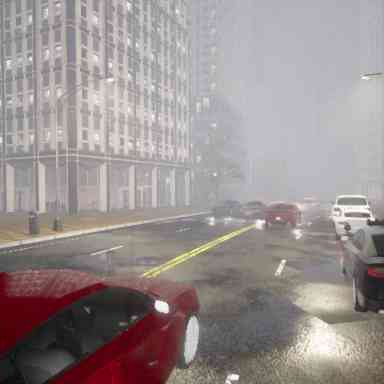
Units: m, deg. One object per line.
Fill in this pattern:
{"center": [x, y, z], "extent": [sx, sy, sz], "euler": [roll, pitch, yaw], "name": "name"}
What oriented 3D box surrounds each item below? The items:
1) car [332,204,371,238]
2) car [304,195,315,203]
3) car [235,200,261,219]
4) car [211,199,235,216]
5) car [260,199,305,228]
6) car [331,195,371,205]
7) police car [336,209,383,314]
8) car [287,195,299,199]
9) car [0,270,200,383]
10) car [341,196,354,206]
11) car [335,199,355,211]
{"center": [8.043, 1.520, 16.385], "extent": [1.812, 1.442, 4.674], "euler": [0, 0, 23], "name": "car"}
{"center": [23.207, 1.413, 65.649], "extent": [1.882, 1.535, 5.008], "euler": [0, 0, 22], "name": "car"}
{"center": [5.578, 1.498, 29.240], "extent": [1.812, 1.442, 4.674], "euler": [0, 0, 26], "name": "car"}
{"center": [3.505, 1.440, 32.439], "extent": [1.882, 1.535, 5.008], "euler": [0, 0, 26], "name": "car"}
{"center": [6.240, 1.463, 22.426], "extent": [1.882, 1.535, 5.008], "euler": [0, 0, 24], "name": "car"}
{"center": [10.396, 1.216, 21.776], "extent": [2.150, 2.045, 5.566], "euler": [0, 0, 24], "name": "car"}
{"center": [4.486, 1.422, 7.421], "extent": [1.930, 1.638, 5.238], "euler": [0, 0, 20], "name": "police car"}
{"center": [21.049, 1.430, 69.047], "extent": [1.837, 1.490, 4.892], "euler": [0, 0, 22], "name": "car"}
{"center": [-1.397, 1.476, 3.030], "extent": [1.882, 1.535, 5.008], "euler": [0, 0, 19], "name": "car"}
{"center": [26.167, 1.430, 56.095], "extent": [1.882, 1.535, 5.008], "euler": [0, 0, 23], "name": "car"}
{"center": [18.802, 1.577, 40.749], "extent": [1.895, 1.301, 4.718], "euler": [0, 0, 28], "name": "car"}
